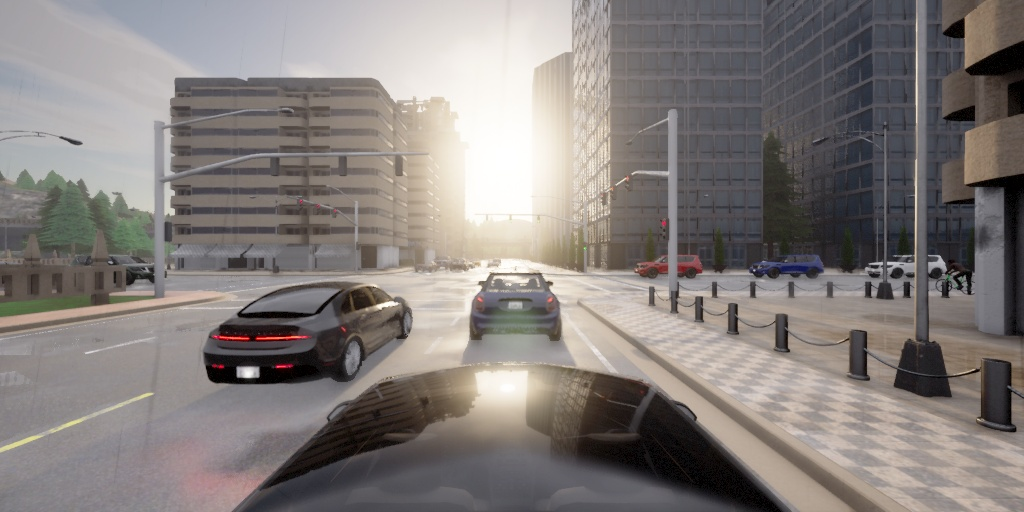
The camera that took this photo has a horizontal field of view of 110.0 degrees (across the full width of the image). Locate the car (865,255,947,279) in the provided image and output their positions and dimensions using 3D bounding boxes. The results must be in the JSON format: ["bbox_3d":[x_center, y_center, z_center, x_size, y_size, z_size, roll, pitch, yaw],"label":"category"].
[{"bbox_3d":[34.396,0.916,31.372,5.566,2.045,2.150,0,0,0],"label":"car"}]

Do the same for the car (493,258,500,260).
[{"bbox_3d":[-3.312,1.351,64.113,1.895,1.301,4.718,0,0,0],"label":"car"}]

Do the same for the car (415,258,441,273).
[{"bbox_3d":[-10.578,1.276,44.599,1.812,1.442,4.674,0,0,1],"label":"car"}]

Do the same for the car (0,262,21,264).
[{"bbox_3d":[-37.540,1.200,26.553,4.892,1.490,1.837,0,0,18],"label":"car"}]

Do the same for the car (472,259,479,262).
[{"bbox_3d":[-7.006,1.297,57.652,2.033,1.411,5.357,0,0,0],"label":"car"}]

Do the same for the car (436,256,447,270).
[{"bbox_3d":[-10.521,0.971,54.305,2.150,2.045,5.566,0,0,0],"label":"car"}]

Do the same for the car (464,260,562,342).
[{"bbox_3d":[0.103,1.101,9.950,2.097,1.767,4.553,0,0,1],"label":"car"}]

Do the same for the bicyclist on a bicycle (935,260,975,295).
[{"bbox_3d":[21.022,0.996,16.981,0.582,1.620,1.656,0,0,0],"label":"bicyclist on a bicycle"}]

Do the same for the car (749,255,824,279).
[{"bbox_3d":[24.034,0.916,31.442,5.566,2.045,2.150,0,0,1],"label":"car"}]

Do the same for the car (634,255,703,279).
[{"bbox_3d":[13.714,0.916,31.515,5.566,2.045,2.150,0,0,0],"label":"car"}]

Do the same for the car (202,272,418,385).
[{"bbox_3d":[-3.423,1.256,7.096,1.837,1.490,4.892,0,0,0],"label":"car"}]

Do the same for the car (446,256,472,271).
[{"bbox_3d":[-7.033,1.102,48.181,2.097,1.767,4.553,0,0,0],"label":"car"}]

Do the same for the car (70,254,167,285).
[{"bbox_3d":[-27.311,0.916,24.866,5.566,2.045,2.150,0,0,3],"label":"car"}]
